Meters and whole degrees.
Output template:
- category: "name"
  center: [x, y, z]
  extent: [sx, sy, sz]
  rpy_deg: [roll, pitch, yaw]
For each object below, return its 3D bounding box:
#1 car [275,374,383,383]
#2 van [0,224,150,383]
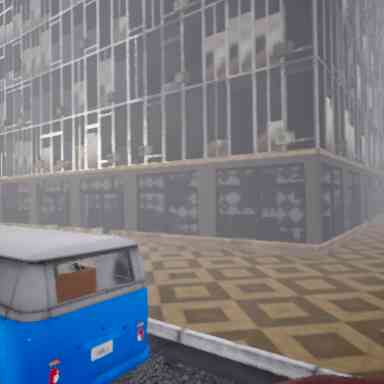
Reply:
- category: "car"
  center: [2.086, 1.571, 1.240]
  extent: [4.206, 1.307, 1.802]
  rpy_deg: [-1, -1, 36]
- category: "van"
  center: [-2.419, 1.387, 4.457]
  extent: [3.998, 1.788, 1.690]
  rpy_deg: [-1, -1, 36]
